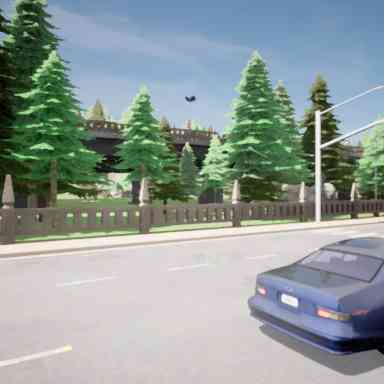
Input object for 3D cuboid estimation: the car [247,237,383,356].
[{"bbox_3d":[3.496,1.545,5.918,5.357,1.411,2.033,0,0,-31],"label":"car"}]
